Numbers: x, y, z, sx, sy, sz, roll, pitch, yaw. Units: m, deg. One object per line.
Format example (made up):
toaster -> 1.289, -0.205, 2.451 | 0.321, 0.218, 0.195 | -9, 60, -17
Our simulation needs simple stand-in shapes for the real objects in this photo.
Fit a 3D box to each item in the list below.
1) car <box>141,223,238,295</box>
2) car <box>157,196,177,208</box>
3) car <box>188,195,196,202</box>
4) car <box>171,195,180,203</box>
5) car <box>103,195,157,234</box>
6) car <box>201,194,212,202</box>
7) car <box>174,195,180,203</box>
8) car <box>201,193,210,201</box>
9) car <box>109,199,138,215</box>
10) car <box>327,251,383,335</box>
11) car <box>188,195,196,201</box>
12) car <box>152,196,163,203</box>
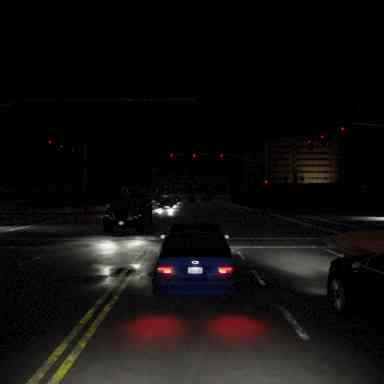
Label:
car -> 0.074, 1.547, 8.882 | 2.033, 1.411, 5.357 | 0, 0, 0
car -> -3.645, 1.601, 47.576 | 1.895, 1.301, 4.718 | 0, 0, 0
car -> -0.072, 1.531, 74.382 | 2.033, 1.411, 5.357 | 0, 0, 0
car -> -3.570, 1.500, 72.075 | 1.837, 1.490, 4.892 | 0, 0, 0
car -> -3.619, 1.221, 19.735 | 2.150, 2.045, 5.566 | 0, 0, 0
car -> 3.428, 1.344, 74.675 | 2.097, 1.767, 4.553 | 0, 0, 0
car -> -3.637, 1.491, 58.228 | 2.128, 1.511, 4.902 | 0, 0, 0
car -> 3.418, 1.228, 84.631 | 2.097, 1.767, 4.553 | 0, 0, 0
car -> -7.134, 1.547, 35.340 | 2.033, 1.411, 5.357 | 0, 0, 0
car -> 3.558, 1.491, 4.640 | 2.128, 1.511, 4.902 | 0, 0, 0
car -> -0.082, 1.425, 84.656 | 1.994, 1.385, 4.181 | 0, 0, 0
car -> -7.067, 1.504, 68.938 | 1.837, 1.490, 4.892 | 0, 0, 0
